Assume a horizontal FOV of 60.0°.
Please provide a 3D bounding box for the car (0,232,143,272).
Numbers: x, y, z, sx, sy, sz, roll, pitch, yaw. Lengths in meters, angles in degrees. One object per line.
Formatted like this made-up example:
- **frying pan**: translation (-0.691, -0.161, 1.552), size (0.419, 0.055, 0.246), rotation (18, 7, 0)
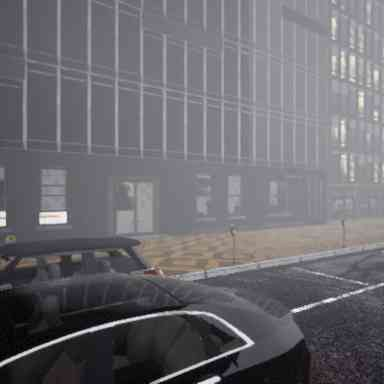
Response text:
- **car**: translation (-2.396, 1.458, 4.838), size (4.097, 1.590, 1.967), rotation (1, -1, -35)

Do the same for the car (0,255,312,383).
- **car**: translation (-1.151, 1.514, 2.420), size (4.892, 1.490, 1.837), rotation (1, 0, -35)
